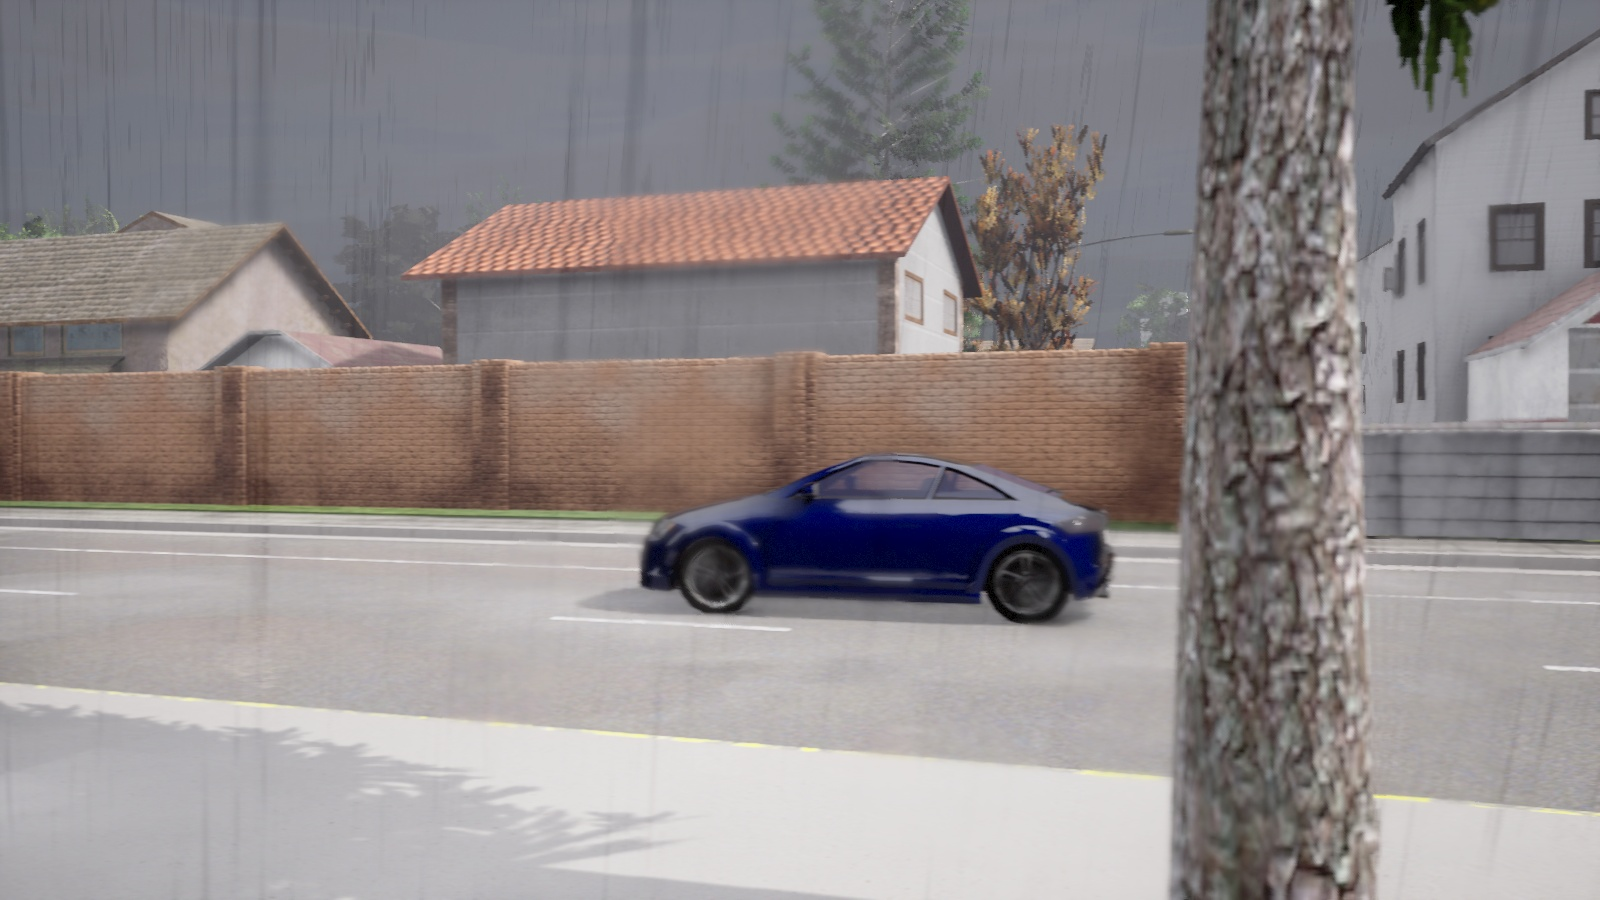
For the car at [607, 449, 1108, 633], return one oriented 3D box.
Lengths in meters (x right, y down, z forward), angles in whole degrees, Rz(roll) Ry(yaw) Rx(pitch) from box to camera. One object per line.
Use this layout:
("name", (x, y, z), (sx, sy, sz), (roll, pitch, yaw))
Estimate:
("car", (0.606, 0.712, 11.298), (4.181, 1.385, 1.994), (0, 1, 14))
